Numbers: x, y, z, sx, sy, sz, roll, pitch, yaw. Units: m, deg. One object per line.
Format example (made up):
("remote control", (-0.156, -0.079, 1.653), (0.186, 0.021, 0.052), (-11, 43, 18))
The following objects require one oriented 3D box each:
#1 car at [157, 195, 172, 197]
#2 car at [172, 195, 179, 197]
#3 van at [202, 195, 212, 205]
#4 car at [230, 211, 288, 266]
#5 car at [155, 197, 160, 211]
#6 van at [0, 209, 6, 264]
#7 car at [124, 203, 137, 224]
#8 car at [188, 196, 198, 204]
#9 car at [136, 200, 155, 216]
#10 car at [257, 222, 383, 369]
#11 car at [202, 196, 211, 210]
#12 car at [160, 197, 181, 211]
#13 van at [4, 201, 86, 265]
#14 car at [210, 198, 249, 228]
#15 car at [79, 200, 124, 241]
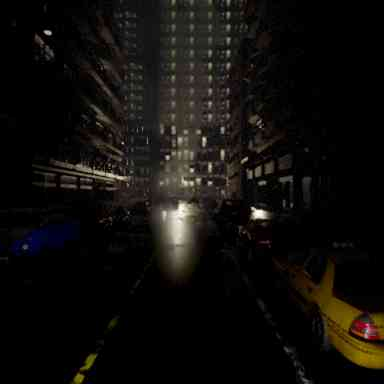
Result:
("car", (-5.121, 1.452, 56.601), (2.192, 1.841, 5.009), (0, 0, 0))
("car", (-4.871, 1.489, 77.653), (4.902, 1.511, 2.128), (1, 0, 30))
("van", (2.778, 1.505, 62.213), (1.690, 1.788, 3.998), (0, 0, 0))
("car", (2.604, 1.574, 11.450), (1.887, 1.381, 4.507), (0, 0, 0))
("car", (-5.180, 1.614, 39.509), (1.752, 1.417, 4.829), (0, 0, 0))
("van", (-5.293, 1.348, 5.836), (1.690, 1.788, 3.998), (0, 0, 0))
("car", (-5.238, 1.629, 22.758), (1.802, 1.307, 4.206), (0, 0, 0))
("car", (0.207, 1.681, 68.792), (1.837, 1.490, 4.892), (0, 0, -4))
("car", (-5.199, 1.657, 34.038), (1.802, 1.307, 4.206), (0, 0, 0))
("car", (2.586, 1.542, 5.980), (1.752, 1.417, 4.829), (0, 0, 0))
("car", (2.720, 1.640, 45.462), (1.752, 1.417, 4.829), (0, 0, 0))
("car", (-2.617, 1.646, 41.767), (2.033, 1.411, 5.357), (0, 0, 0))
("van", (-5.274, 1.361, 11.477), (1.690, 1.788, 3.998), (0, 0, 0))
("car", (2.645, 1.371, 22.732), (2.192, 1.841, 5.009), (0, 0, 0))
("car", (-5.255, 1.348, 17.117), (2.192, 1.841, 5.009), (0, 0, 0))
